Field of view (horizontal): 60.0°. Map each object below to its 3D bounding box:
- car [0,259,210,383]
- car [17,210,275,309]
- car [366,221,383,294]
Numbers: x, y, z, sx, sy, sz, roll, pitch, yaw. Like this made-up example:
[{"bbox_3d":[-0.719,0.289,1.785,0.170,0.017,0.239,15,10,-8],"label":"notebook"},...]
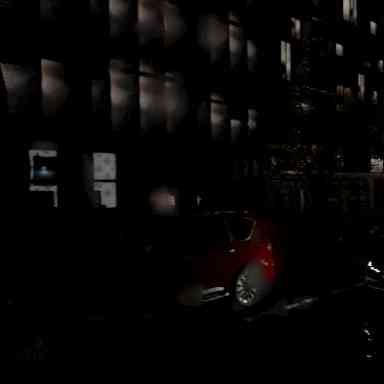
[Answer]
[{"bbox_3d":[-2.494,1.554,1.601,5.357,1.411,2.033,0,0,-36],"label":"car"},{"bbox_3d":[-0.588,1.304,6.285,5.009,1.841,2.192,0,-1,-36],"label":"car"},{"bbox_3d":[5.865,1.468,7.555,4.892,1.490,1.837,0,0,-35],"label":"car"}]
